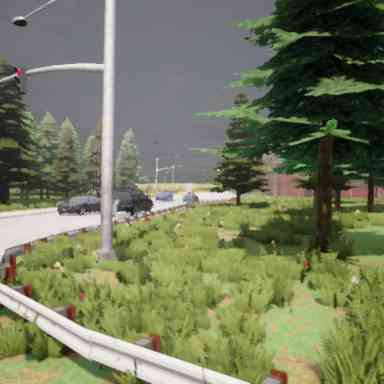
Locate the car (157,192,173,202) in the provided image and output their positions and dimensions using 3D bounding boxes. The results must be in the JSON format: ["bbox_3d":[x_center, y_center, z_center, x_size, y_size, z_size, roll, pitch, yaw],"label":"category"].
[{"bbox_3d":[-4.197,0.726,50.742,1.882,1.535,5.008,1,1,10],"label":"car"}]

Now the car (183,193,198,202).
[{"bbox_3d":[-0.204,0.853,52.723,2.033,1.411,5.357,1,1,10],"label":"car"}]

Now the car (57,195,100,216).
[{"bbox_3d":[-8.766,1.006,26.649,1.882,1.535,5.008,1,1,12],"label":"car"}]

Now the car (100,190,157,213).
[{"bbox_3d":[-4.929,0.830,26.942,2.150,2.045,5.566,1,1,12],"label":"car"}]
